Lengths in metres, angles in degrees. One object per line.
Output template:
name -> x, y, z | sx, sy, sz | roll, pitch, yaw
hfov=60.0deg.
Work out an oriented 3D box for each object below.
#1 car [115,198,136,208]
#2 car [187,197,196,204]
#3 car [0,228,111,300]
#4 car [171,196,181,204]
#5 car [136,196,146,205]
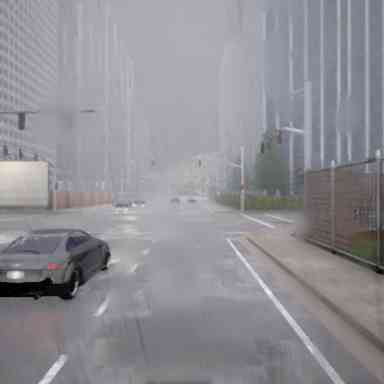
car -> -10.578, 1.790, 52.003 | 2.033, 1.411, 5.357 | 0, 0, 0
car -> -0.027, 1.786, 71.199 | 1.895, 1.301, 4.718 | 0, 0, 0
car -> -3.441, 1.604, 8.515 | 1.994, 1.385, 4.181 | 0, 0, 0
car -> -3.527, 1.690, 71.168 | 1.837, 1.490, 4.892 | 0, 0, 0
car -> -10.530, 1.633, 67.244 | 2.097, 1.767, 4.553 | 0, 0, 0
